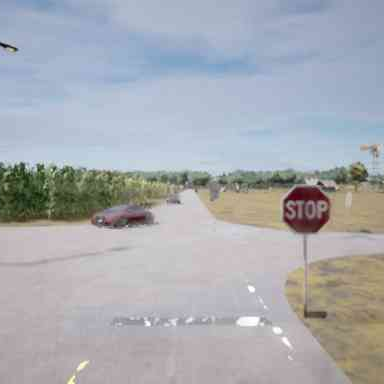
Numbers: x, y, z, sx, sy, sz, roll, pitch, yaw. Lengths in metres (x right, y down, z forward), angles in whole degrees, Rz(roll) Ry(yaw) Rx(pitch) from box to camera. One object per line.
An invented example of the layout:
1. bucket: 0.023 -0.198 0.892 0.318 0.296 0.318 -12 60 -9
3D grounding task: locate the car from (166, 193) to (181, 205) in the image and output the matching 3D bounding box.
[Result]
1. car: -2.850 0.977 51.344 2.097 1.767 4.553 0 1 0

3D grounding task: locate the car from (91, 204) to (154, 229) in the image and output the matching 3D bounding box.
1. car: -4.258 1.485 21.017 1.994 1.385 4.181 2 1 32
